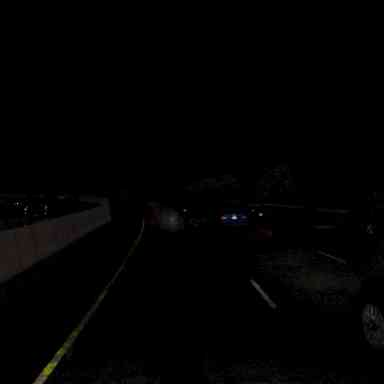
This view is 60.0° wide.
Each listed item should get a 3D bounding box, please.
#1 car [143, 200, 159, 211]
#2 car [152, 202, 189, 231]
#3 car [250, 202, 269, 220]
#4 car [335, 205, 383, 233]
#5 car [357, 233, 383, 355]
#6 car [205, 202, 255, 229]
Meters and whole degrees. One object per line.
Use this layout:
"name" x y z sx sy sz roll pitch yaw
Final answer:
"car" -5.011 1.605 41.704 1.895 1.301 4.718 0 0 -13
"car" -1.305 1.564 20.846 1.994 1.385 4.181 0 0 -7
"car" 4.860 1.517 27.477 1.812 1.442 4.674 0 0 -9
"car" 9.574 1.490 17.875 1.837 1.490 4.892 0 0 -5
"car" 3.462 1.486 3.178 2.128 1.511 4.902 0 0 -1
"car" 2.142 1.543 21.820 2.033 1.411 5.357 0 0 -7
